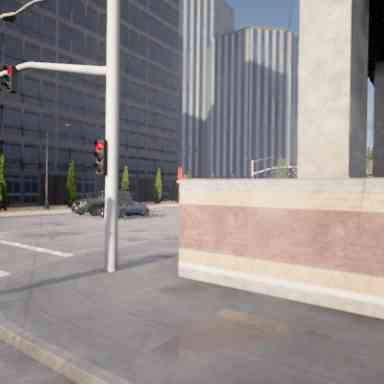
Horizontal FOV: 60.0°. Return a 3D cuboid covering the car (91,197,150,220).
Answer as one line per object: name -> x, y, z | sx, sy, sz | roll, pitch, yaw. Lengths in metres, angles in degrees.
car -> -5.190, 1.322, 25.451 | 1.994, 1.385, 4.181 | 1, 1, 36

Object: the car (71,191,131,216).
car -> -7.445, 0.925, 28.302 | 2.150, 2.045, 5.566 | 1, 1, 36
